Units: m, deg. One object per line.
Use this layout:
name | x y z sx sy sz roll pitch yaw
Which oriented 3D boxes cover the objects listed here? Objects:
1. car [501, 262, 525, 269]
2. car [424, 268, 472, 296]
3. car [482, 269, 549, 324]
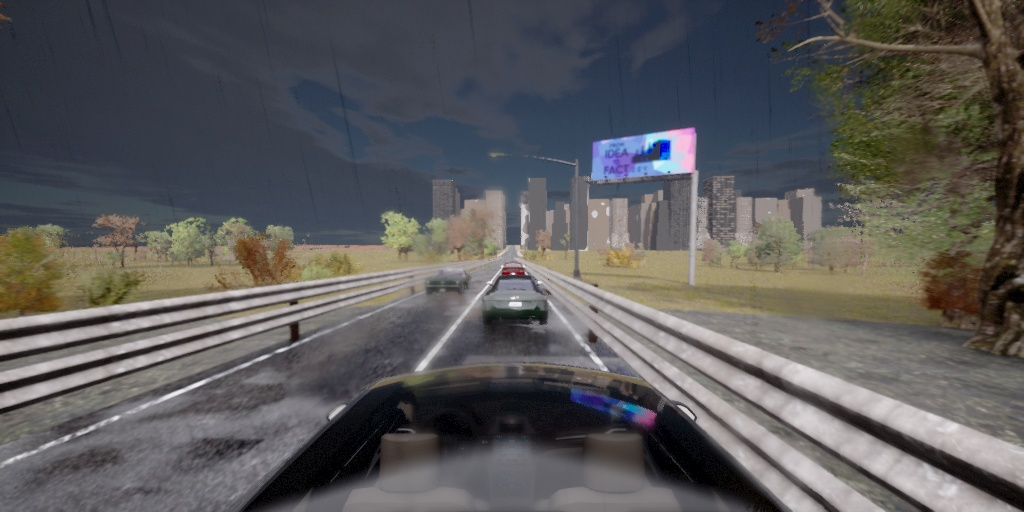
car | 0.101 1.218 30.204 1.882 1.535 5.008 0 0 0
car | -3.336 1.345 19.465 1.895 1.301 4.718 0 0 0
car | 0.100 1.310 11.979 1.994 1.385 4.181 0 0 0
